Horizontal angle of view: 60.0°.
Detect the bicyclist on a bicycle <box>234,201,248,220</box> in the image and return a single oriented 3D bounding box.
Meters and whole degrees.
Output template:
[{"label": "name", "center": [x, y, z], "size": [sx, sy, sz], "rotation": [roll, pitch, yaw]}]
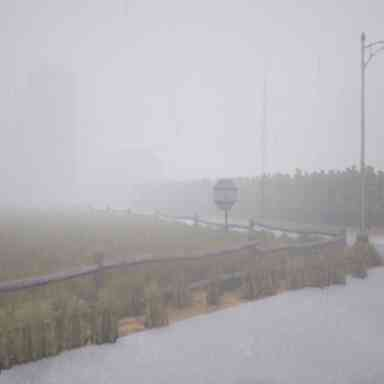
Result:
[{"label": "bicyclist on a bicycle", "center": [4.243, 1.583, 28.888], "size": [1.656, 1.620, 0.582], "rotation": [0, 0, -36]}]
